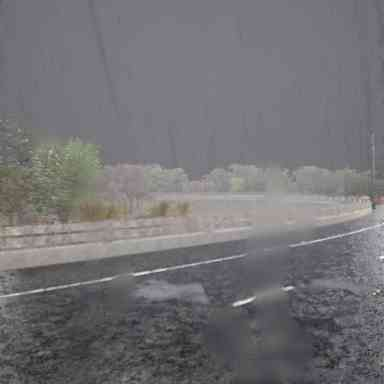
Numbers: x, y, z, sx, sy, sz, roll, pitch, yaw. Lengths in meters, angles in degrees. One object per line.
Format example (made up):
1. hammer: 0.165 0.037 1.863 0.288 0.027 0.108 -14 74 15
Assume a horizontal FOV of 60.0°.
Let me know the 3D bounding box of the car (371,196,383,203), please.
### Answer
1. car: 42.888 1.749 75.554 2.128 1.511 4.902 0 0 7

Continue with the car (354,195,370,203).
1. car: 39.399 1.826 75.932 1.895 1.301 4.718 0 0 7

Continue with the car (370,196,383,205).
1. car: 37.203 1.551 65.258 2.097 1.767 4.553 0 0 15

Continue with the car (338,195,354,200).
1. car: 40.494 1.646 86.099 2.128 1.511 4.902 0 0 1
